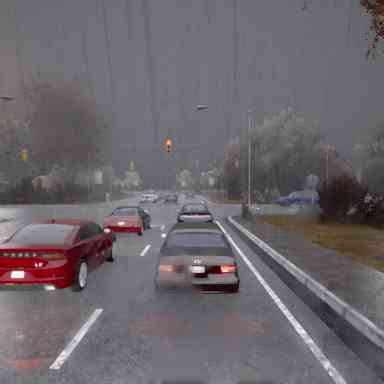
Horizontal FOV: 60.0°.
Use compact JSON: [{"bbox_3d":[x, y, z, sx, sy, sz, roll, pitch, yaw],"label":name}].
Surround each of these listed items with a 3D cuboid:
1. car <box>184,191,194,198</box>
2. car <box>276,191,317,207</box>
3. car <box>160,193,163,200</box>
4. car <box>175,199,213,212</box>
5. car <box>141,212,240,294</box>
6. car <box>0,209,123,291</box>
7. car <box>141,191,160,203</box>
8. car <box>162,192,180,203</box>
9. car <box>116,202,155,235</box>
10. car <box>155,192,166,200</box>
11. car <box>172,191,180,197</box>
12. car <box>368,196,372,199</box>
[{"bbox_3d":[-0.473,0.716,86.142,2.128,1.511,4.902,0,1,-4],"label":"car"},{"bbox_3d":[13.773,0.896,43.157,5.566,2.045,2.150,0,1,-4],"label":"car"},{"bbox_3d":[-7.039,0.963,65.372,2.128,1.511,4.902,0,1,0],"label":"car"},{"bbox_3d":[0.133,1.380,18.575,2.128,1.511,4.902,0,0,-1],"label":"car"},{"bbox_3d":[0.102,1.516,8.883,2.033,1.411,5.357,0,0,0],"label":"car"},{"bbox_3d":[-3.396,1.445,8.956,1.882,1.535,5.008,0,0,0],"label":"car"},{"bbox_3d":[-7.081,0.791,55.199,2.150,2.045,5.566,0,0,0],"label":"car"},{"bbox_3d":[-3.422,1.045,57.036,2.128,1.511,4.902,0,1,0],"label":"car"},{"bbox_3d":[-3.395,1.458,17.943,1.994,1.385,4.181,0,0,0],"label":"car"},{"bbox_3d":[-7.107,0.873,75.760,2.128,1.511,4.902,0,1,-1],"label":"car"},{"bbox_3d":[-4.421,0.623,92.698,2.128,1.511,4.902,0,1,-5],"label":"car"},{"bbox_3d":[24.074,1.217,43.738,5.357,1.411,2.033,0,1,-3],"label":"car"}]
